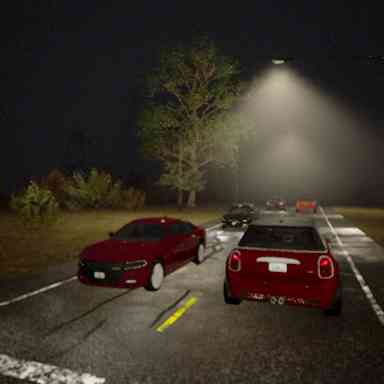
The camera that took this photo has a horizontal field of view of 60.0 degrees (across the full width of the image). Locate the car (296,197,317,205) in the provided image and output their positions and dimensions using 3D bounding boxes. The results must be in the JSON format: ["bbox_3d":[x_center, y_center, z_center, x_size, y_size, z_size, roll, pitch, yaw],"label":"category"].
[{"bbox_3d":[12.863,1.350,37.362,2.097,1.767,4.553,0,0,20],"label":"car"}]

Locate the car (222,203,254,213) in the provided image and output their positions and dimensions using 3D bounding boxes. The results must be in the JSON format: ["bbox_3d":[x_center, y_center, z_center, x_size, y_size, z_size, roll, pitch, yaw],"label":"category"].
[{"bbox_3d":[3.192,1.499,21.214,1.837,1.490,4.892,0,1,20],"label":"car"}]

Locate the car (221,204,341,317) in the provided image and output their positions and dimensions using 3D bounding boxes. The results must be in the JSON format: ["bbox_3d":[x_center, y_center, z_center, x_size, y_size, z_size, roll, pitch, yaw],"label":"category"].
[{"bbox_3d":[2.231,1.351,7.873,2.097,1.767,4.553,0,0,20],"label":"car"}]

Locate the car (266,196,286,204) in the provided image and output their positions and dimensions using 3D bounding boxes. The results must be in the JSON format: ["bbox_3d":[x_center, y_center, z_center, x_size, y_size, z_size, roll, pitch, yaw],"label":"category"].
[{"bbox_3d":[10.401,1.350,41.070,2.097,1.767,4.553,0,0,20],"label":"car"}]

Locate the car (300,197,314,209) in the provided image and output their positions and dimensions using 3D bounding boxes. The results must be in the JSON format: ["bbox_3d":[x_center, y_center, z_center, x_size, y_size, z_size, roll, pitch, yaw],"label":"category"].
[{"bbox_3d":[16.103,1.525,46.567,1.812,1.442,4.674,0,0,20],"label":"car"}]

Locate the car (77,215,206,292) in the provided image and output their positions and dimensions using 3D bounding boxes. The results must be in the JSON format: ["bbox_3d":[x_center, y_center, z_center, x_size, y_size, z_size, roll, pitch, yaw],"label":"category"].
[{"bbox_3d":[-1.084,1.478,9.342,1.882,1.535,5.008,0,0,20],"label":"car"}]
